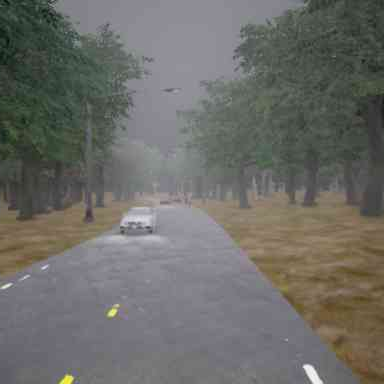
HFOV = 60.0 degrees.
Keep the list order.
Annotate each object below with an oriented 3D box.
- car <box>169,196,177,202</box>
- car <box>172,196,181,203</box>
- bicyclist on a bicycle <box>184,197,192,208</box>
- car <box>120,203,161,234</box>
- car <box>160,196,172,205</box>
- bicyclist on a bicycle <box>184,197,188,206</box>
[{"bbox_3d":[-4.960,1.872,87.365,1.812,1.442,4.674,0,0,-8],"label":"car"},{"bbox_3d":[-3.598,1.831,76.883,1.837,1.490,4.892,0,0,-7],"label":"car"},{"bbox_3d":[-0.409,1.670,51.640,0.866,1.612,1.509,0,0,-4],"label":"bicyclist on a bicycle"},{"bbox_3d":[-3.141,1.630,20.353,1.812,1.442,4.674,0,0,0],"label":"car"},{"bbox_3d":[-5.151,1.868,62.907,1.895,1.301,4.718,0,0,-5],"label":"car"},{"bbox_3d":[-1.112,1.721,60.746,0.582,1.620,1.656,0,-1,-5],"label":"bicyclist on a bicycle"}]
